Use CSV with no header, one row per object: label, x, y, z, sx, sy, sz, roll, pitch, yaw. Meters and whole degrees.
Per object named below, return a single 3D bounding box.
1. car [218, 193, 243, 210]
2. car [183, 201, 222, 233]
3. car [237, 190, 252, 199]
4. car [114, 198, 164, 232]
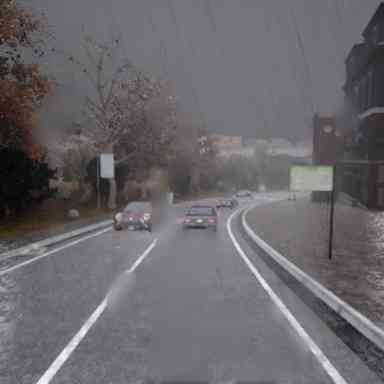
car,4.165,1.224,38.550,2.033,1.411,5.357,2,2,17
car,0.601,1.503,19.402,2.033,1.411,5.357,0,0,5
car,9.309,0.411,59.679,1.837,1.490,4.892,3,4,30
car,-2.997,1.281,19.551,2.097,1.767,4.553,0,1,5
